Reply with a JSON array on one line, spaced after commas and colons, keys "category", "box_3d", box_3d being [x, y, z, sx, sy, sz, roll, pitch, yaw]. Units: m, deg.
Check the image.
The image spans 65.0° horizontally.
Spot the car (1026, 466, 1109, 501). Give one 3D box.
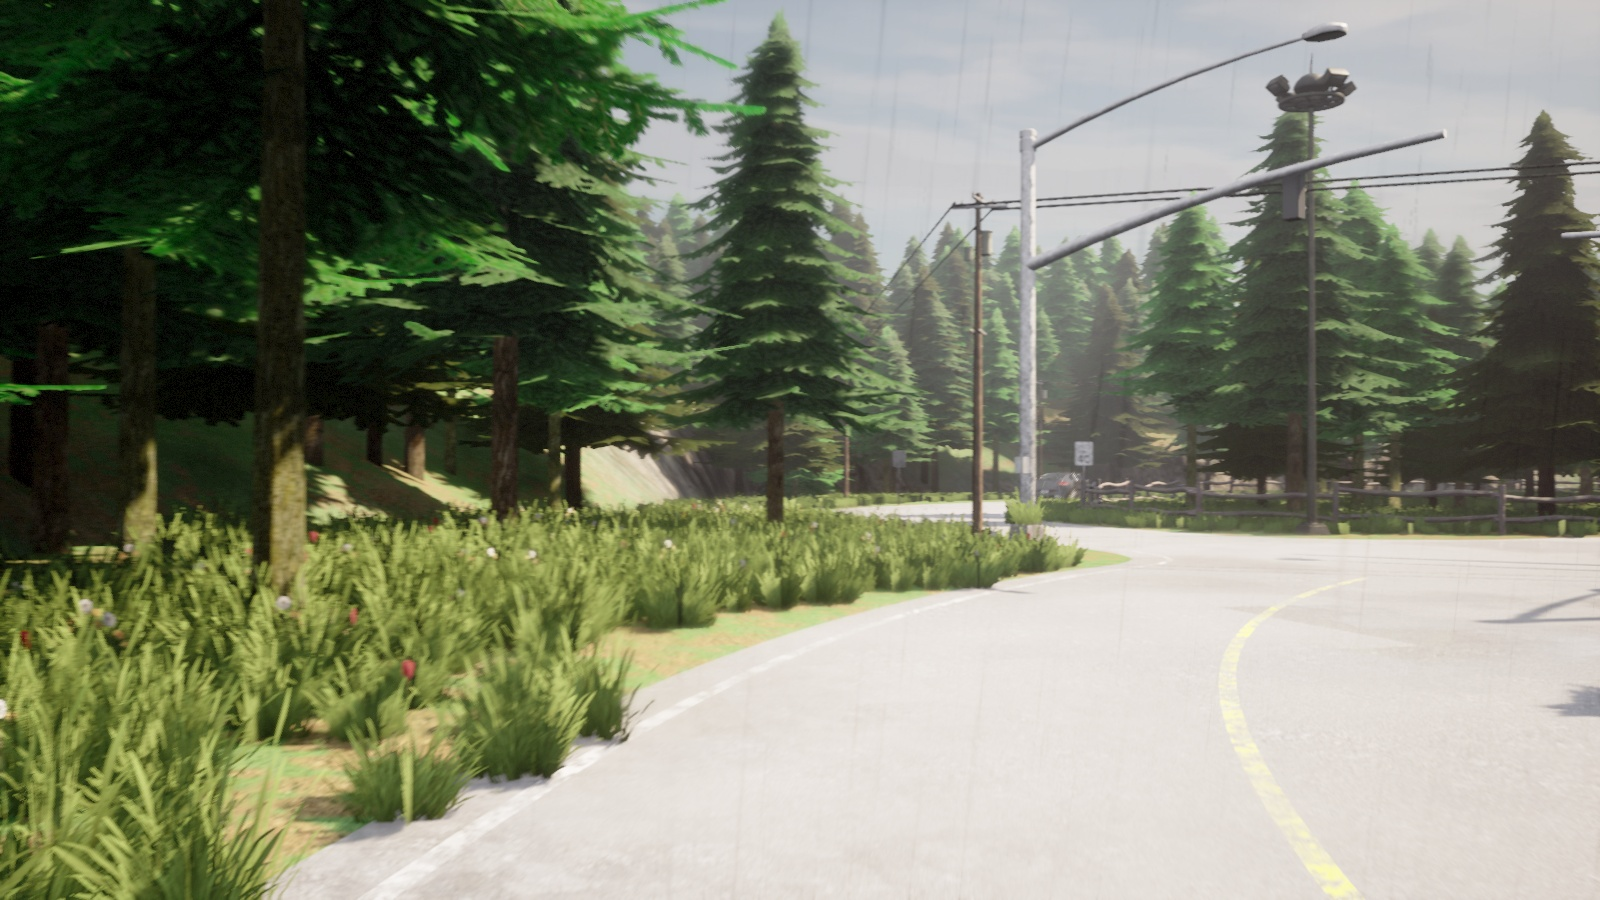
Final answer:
[{"category": "car", "box_3d": [13.229, 1.623, 61.858, 2.152, 1.651, 5.027, -1, -1, 35]}]
